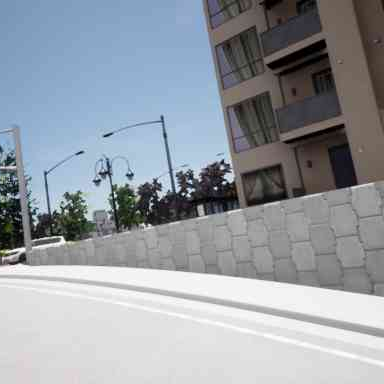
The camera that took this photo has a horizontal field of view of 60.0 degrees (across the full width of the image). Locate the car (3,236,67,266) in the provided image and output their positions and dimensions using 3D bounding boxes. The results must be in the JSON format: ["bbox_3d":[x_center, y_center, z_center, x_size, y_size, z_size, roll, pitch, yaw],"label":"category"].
[{"bbox_3d":[-14.072,5.313,30.305,2.150,2.045,5.566,-14,-8,35],"label":"car"}]
